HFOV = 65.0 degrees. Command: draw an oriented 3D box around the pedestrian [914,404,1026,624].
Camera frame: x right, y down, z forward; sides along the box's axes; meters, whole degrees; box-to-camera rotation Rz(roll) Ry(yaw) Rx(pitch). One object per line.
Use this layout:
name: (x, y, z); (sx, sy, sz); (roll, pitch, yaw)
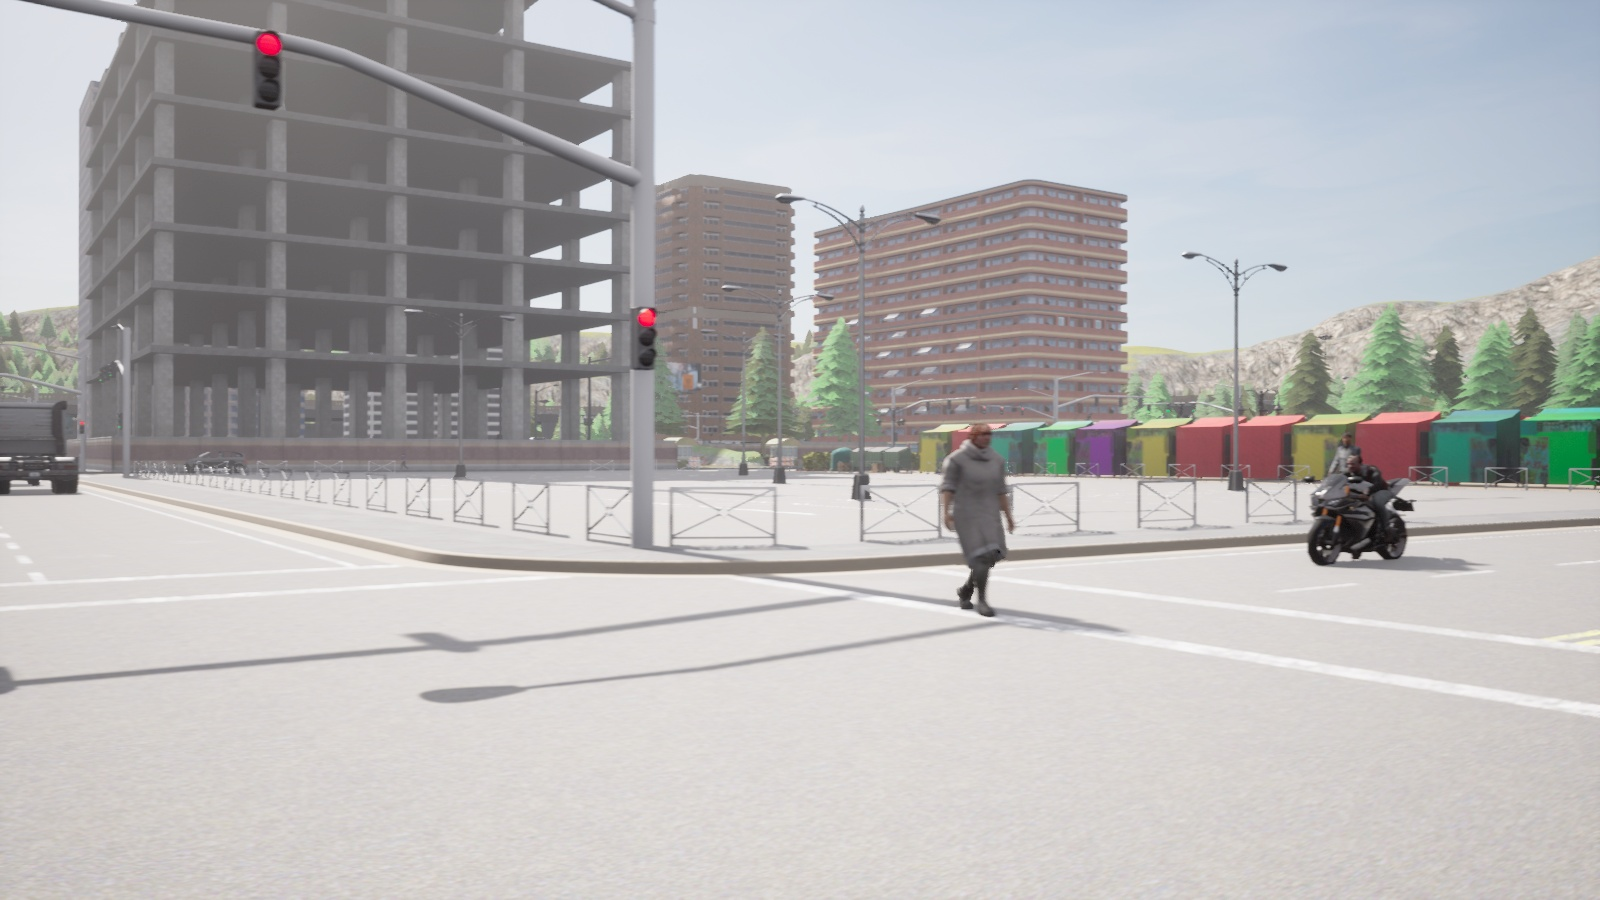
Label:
pedestrian: (1.572, 0.568, 11.662); (0.659, 1.952, 0.873); (0, 0, -25)

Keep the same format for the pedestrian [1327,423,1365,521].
pedestrian: (11.137, 0.443, 25.595); (0.788, 1.949, 0.423); (0, 0, -43)

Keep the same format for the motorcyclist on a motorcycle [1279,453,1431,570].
motorcyclist on a motorcycle: (7.680, 0.806, 17.354); (2.191, 1.530, 0.866); (0, 0, -33)

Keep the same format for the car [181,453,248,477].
car: (-38.101, 0.949, 81.779); (3.705, 1.549, 1.789); (0, 0, -35)

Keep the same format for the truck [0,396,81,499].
truck: (-28.495, -0.064, 46.190); (2.891, 3.462, 7.936); (0, 0, -34)
